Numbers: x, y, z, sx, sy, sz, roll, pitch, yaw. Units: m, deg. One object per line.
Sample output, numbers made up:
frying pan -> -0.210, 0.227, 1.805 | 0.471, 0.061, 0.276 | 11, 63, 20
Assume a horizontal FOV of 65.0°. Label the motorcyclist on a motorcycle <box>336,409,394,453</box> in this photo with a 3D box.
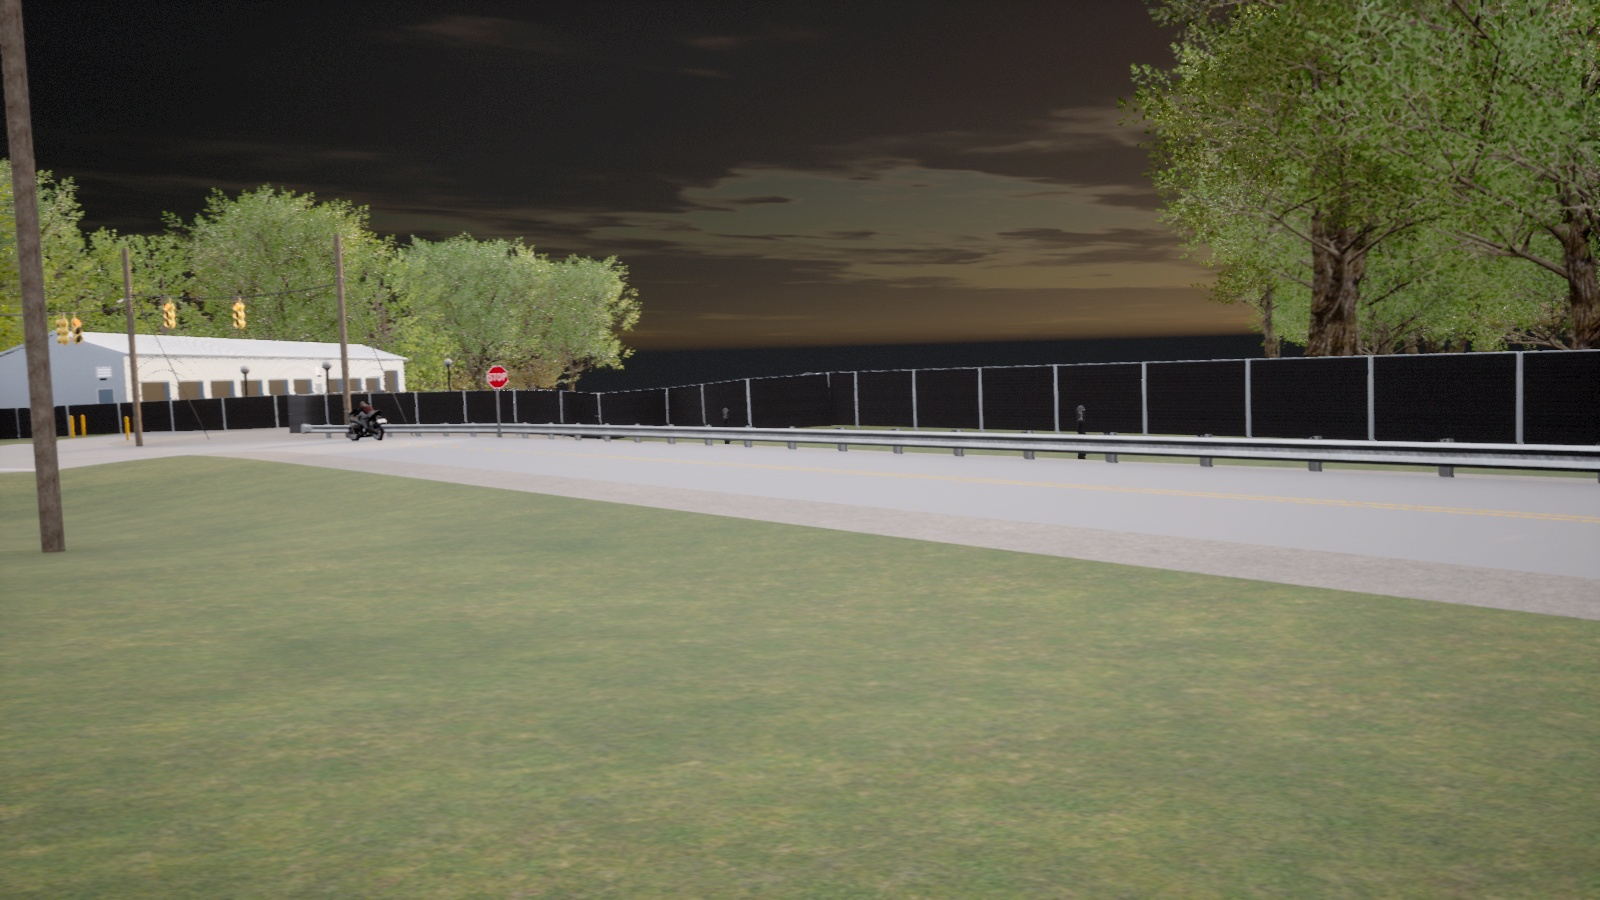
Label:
motorcyclist on a motorcycle -> -16.379, -0.695, 47.248 | 2.191, 1.530, 0.866 | -2, 4, 38
